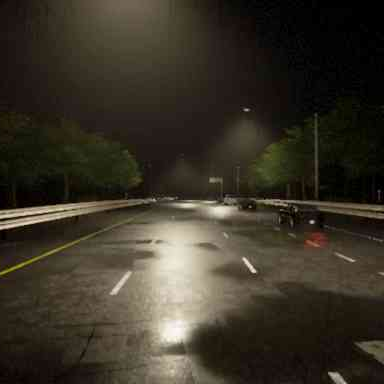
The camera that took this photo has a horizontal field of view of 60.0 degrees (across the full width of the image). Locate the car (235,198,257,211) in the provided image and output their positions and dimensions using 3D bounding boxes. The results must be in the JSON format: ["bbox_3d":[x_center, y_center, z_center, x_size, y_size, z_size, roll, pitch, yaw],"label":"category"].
[{"bbox_3d":[7.098,1.676,42.742,1.812,1.442,4.674,0,-1,0],"label":"car"}]

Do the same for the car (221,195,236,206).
[{"bbox_3d":[7.211,1.600,62.823,2.150,2.045,5.566,0,-1,0],"label":"car"}]

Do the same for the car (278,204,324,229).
[{"bbox_3d":[7.026,1.528,21.856,1.837,1.490,4.892,0,0,0],"label":"car"}]

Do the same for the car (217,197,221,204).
[{"bbox_3d":[7.371,1.994,82.879,2.097,1.767,4.553,0,-1,1],"label":"car"}]
